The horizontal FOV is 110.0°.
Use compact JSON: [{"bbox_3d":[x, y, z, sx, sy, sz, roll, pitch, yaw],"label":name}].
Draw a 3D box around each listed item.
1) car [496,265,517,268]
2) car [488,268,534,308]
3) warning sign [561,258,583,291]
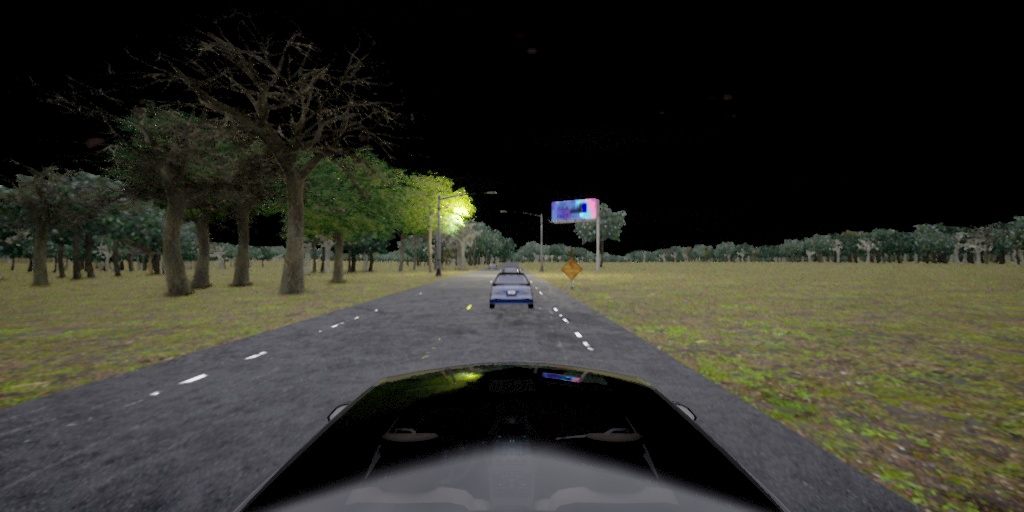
[{"bbox_3d":[-0.118,1.607,31.227,1.994,1.385,4.181,0,-1,0],"label":"car"},{"bbox_3d":[-0.027,1.432,15.893,2.033,1.411,5.357,0,-1,0],"label":"car"},{"bbox_3d":[3.497,1.047,20.911,1.300,1.860,1.060,0,0,0],"label":"warning sign"}]
